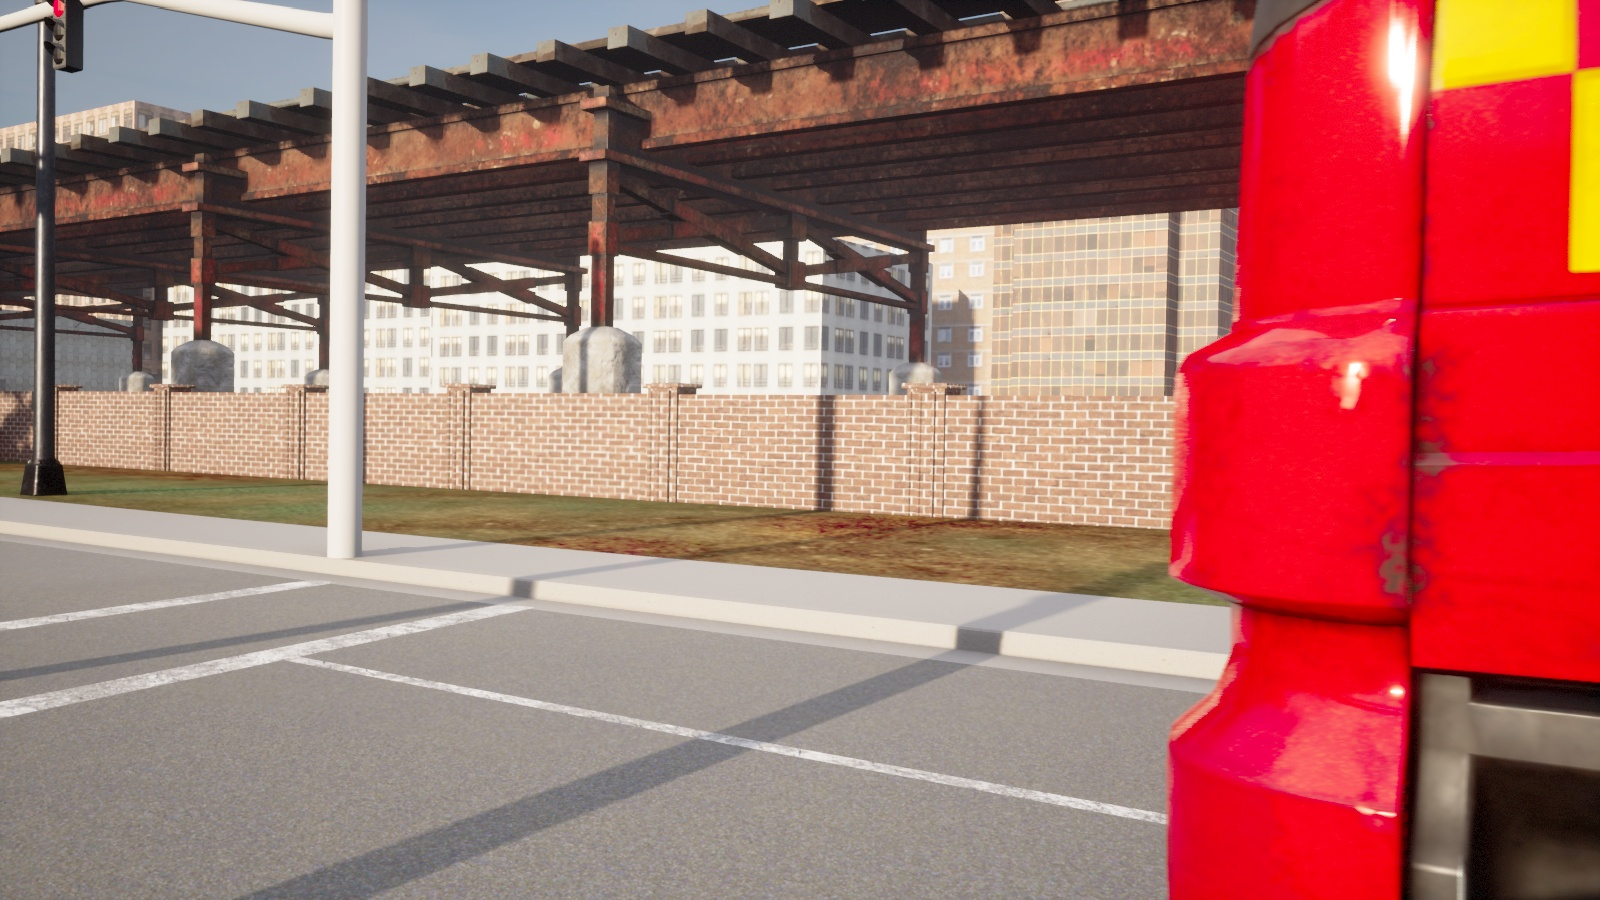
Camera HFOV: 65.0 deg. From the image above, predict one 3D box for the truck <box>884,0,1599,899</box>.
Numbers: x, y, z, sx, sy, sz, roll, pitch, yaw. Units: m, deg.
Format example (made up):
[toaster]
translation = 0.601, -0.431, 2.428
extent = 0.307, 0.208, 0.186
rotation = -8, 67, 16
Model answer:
[truck]
translation = 4.448, -0.481, 0.645
extent = 8.468, 3.827, 2.891
rotation = 0, 1, 34
